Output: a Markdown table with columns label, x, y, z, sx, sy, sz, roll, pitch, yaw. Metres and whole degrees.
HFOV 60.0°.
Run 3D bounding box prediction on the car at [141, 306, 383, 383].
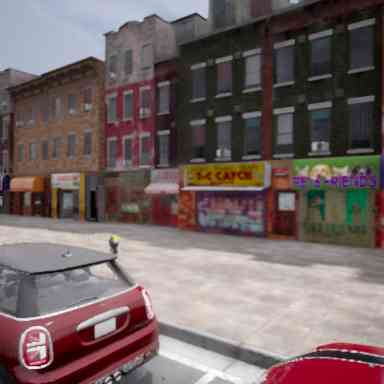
| label | x | y | z | sx | sy | sz | roll | pitch | yaw |
| --- | --- | --- | --- | --- | --- | --- | --- | --- | --- |
| car | 1.980 | 1.445 | 1.394 | 4.097 | 1.590 | 1.967 | 0 | 0 | 35 |

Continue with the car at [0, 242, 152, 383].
| label | x | y | z | sx | sy | sz | roll | pitch | yaw |
| --- | --- | --- | --- | --- | --- | --- | --- | --- | --- |
| car | -2.478 | 1.419 | 4.573 | 4.097 | 1.590 | 1.967 | 0 | 0 | 35 |
